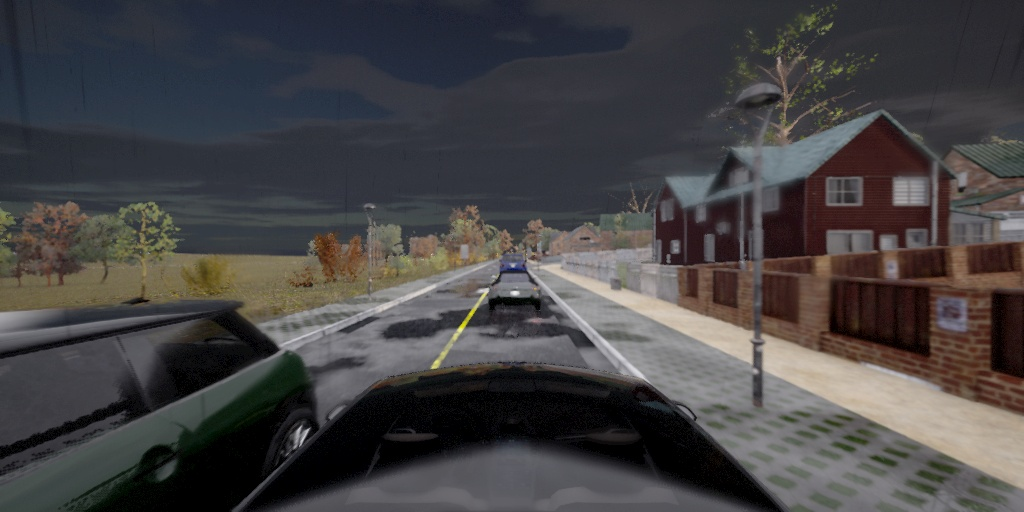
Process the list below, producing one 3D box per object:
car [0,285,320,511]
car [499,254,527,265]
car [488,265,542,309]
[{"bbox_3d":[-2.750,1.105,1.257,2.097,1.767,4.553,0,0,0],"label":"car"},{"bbox_3d":[0.100,0.832,29.810,2.150,2.045,5.566,0,0,0],"label":"car"},{"bbox_3d":[0.099,1.246,14.441,1.994,1.385,4.181,0,0,0],"label":"car"}]
